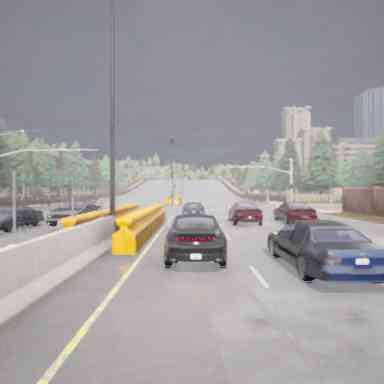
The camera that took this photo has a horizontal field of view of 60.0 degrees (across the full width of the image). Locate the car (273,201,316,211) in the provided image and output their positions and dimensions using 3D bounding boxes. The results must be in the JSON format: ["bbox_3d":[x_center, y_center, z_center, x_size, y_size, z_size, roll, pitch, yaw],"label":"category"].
[{"bbox_3d":[7.111,1.408,23.436,1.882,1.535,5.008,0,0,0],"label":"car"}]

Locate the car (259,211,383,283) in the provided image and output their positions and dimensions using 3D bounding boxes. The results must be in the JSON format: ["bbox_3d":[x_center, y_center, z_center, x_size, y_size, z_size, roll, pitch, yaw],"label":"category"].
[{"bbox_3d":[3.606,1.519,9.601,2.033,1.411,5.357,0,0,-1],"label":"car"}]

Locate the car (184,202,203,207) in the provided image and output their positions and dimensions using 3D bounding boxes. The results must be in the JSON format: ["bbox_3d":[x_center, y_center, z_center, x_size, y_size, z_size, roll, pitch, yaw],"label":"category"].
[{"bbox_3d":[0.112,1.471,25.592,2.033,1.411,5.357,0,0,0],"label":"car"}]

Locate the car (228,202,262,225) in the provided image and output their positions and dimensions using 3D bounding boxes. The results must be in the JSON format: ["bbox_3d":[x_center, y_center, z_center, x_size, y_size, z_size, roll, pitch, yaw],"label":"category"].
[{"bbox_3d":[3.611,1.409,23.126,1.882,1.535,5.008,0,0,0],"label":"car"}]

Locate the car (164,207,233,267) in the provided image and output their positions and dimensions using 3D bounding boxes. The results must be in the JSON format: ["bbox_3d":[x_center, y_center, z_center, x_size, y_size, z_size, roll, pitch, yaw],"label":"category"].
[{"bbox_3d":[0.105,1.470,11.243,1.837,1.490,4.892,0,0,0],"label":"car"}]
